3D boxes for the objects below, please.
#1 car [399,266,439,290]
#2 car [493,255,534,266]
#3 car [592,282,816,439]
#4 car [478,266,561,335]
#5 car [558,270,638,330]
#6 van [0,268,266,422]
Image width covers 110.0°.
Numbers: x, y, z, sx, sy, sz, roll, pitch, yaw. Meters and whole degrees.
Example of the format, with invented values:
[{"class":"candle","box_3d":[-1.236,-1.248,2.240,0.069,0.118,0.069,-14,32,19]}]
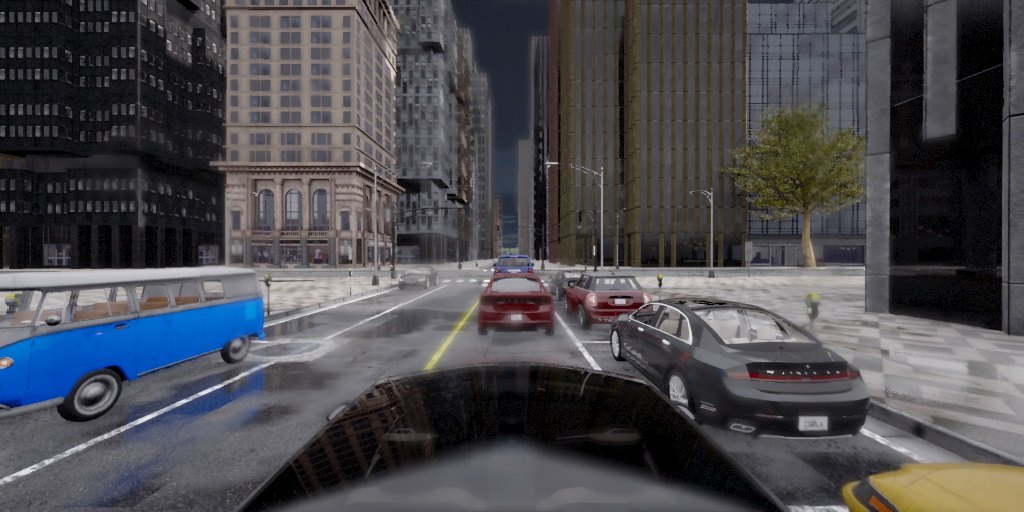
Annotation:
[{"class":"car","box_3d":[-5.732,1.296,22.401,2.007,1.370,4.403,0,0,0]},{"class":"car","box_3d":[0.103,0.967,20.378,2.150,2.045,5.566,0,0,0]},{"class":"car","box_3d":[2.769,1.300,5.467,2.007,1.370,4.403,0,0,0]},{"class":"car","box_3d":[0.106,1.226,10.494,1.882,1.535,5.008,0,0,0]},{"class":"car","box_3d":[2.777,1.188,11.108,1.967,1.591,4.097,0,0,0]},{"class":"van","box_3d":[-5.756,1.090,5.478,1.690,1.789,3.998,0,0,0]}]
